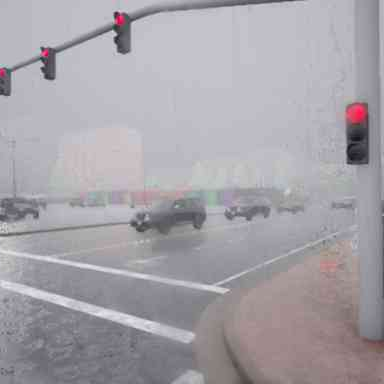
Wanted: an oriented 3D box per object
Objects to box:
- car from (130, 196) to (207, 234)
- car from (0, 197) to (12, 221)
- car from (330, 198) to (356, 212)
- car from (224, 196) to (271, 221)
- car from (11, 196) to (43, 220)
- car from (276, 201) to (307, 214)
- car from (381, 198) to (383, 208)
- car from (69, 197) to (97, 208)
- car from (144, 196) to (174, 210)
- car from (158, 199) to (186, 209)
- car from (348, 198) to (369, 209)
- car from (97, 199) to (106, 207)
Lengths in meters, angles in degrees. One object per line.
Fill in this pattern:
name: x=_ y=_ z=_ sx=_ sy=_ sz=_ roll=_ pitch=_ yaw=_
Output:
car: x=-1.281 y=1.373 z=20.707 sx=2.150 sy=2.045 sz=5.566 roll=-1 pitch=0 yaw=36
car: x=-17.678 y=1.514 z=28.323 sx=4.605 sy=1.855 sz=1.932 roll=-1 pitch=0 yaw=35
car: x=18.622 y=1.577 z=41.167 sx=1.882 sy=1.535 sz=5.008 roll=-1 pitch=0 yaw=37
car: x=4.985 y=1.370 z=29.114 sx=2.150 sy=2.045 sz=5.566 roll=-1 pitch=0 yaw=37
car: x=-15.959 y=1.517 z=30.652 sx=3.866 sy=1.878 sz=1.905 roll=-1 pitch=0 yaw=35
car: x=11.383 y=1.693 z=37.629 sx=2.033 sy=1.411 sz=5.357 roll=-1 pitch=0 yaw=37
car: x=27.452 y=1.581 z=47.126 sx=1.812 sy=1.442 sz=4.674 roll=-1 pitch=-1 yaw=37
car: x=-18.944 y=1.720 z=56.798 sx=4.605 sy=1.855 sz=1.932 roll=-1 pitch=0 yaw=35
car: x=-4.640 y=1.517 z=46.683 sx=3.866 sy=1.878 sz=1.905 roll=-1 pitch=0 yaw=35
car: x=-2.955 y=1.756 z=49.037 sx=3.806 sy=1.475 sz=1.970 roll=-1 pitch=0 yaw=35
car: x=24.687 y=1.644 z=49.248 sx=2.033 sy=1.411 sz=5.357 roll=-1 pitch=0 yaw=35
car: x=-17.215 y=1.930 z=59.122 sx=3.905 sy=1.438 sz=1.784 roll=-1 pitch=0 yaw=35
